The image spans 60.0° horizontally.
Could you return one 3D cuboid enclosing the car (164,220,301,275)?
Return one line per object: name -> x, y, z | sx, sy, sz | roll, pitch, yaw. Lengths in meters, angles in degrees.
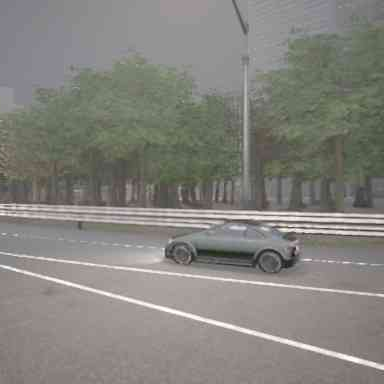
car -> 1.238, 1.591, 10.494 | 4.181, 1.385, 1.994 | 0, 0, 24
